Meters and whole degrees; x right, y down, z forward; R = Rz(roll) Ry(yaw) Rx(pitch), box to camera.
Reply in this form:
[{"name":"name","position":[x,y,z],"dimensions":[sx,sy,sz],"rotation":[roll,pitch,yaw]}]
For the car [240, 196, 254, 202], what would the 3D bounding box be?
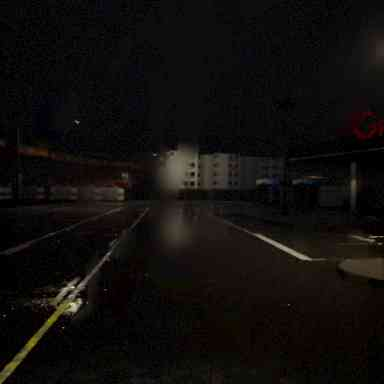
[{"name":"car","position":[16.396,1.931,91.571],"dimensions":[4.902,1.511,2.128],"rotation":[1,0,-22]}]
